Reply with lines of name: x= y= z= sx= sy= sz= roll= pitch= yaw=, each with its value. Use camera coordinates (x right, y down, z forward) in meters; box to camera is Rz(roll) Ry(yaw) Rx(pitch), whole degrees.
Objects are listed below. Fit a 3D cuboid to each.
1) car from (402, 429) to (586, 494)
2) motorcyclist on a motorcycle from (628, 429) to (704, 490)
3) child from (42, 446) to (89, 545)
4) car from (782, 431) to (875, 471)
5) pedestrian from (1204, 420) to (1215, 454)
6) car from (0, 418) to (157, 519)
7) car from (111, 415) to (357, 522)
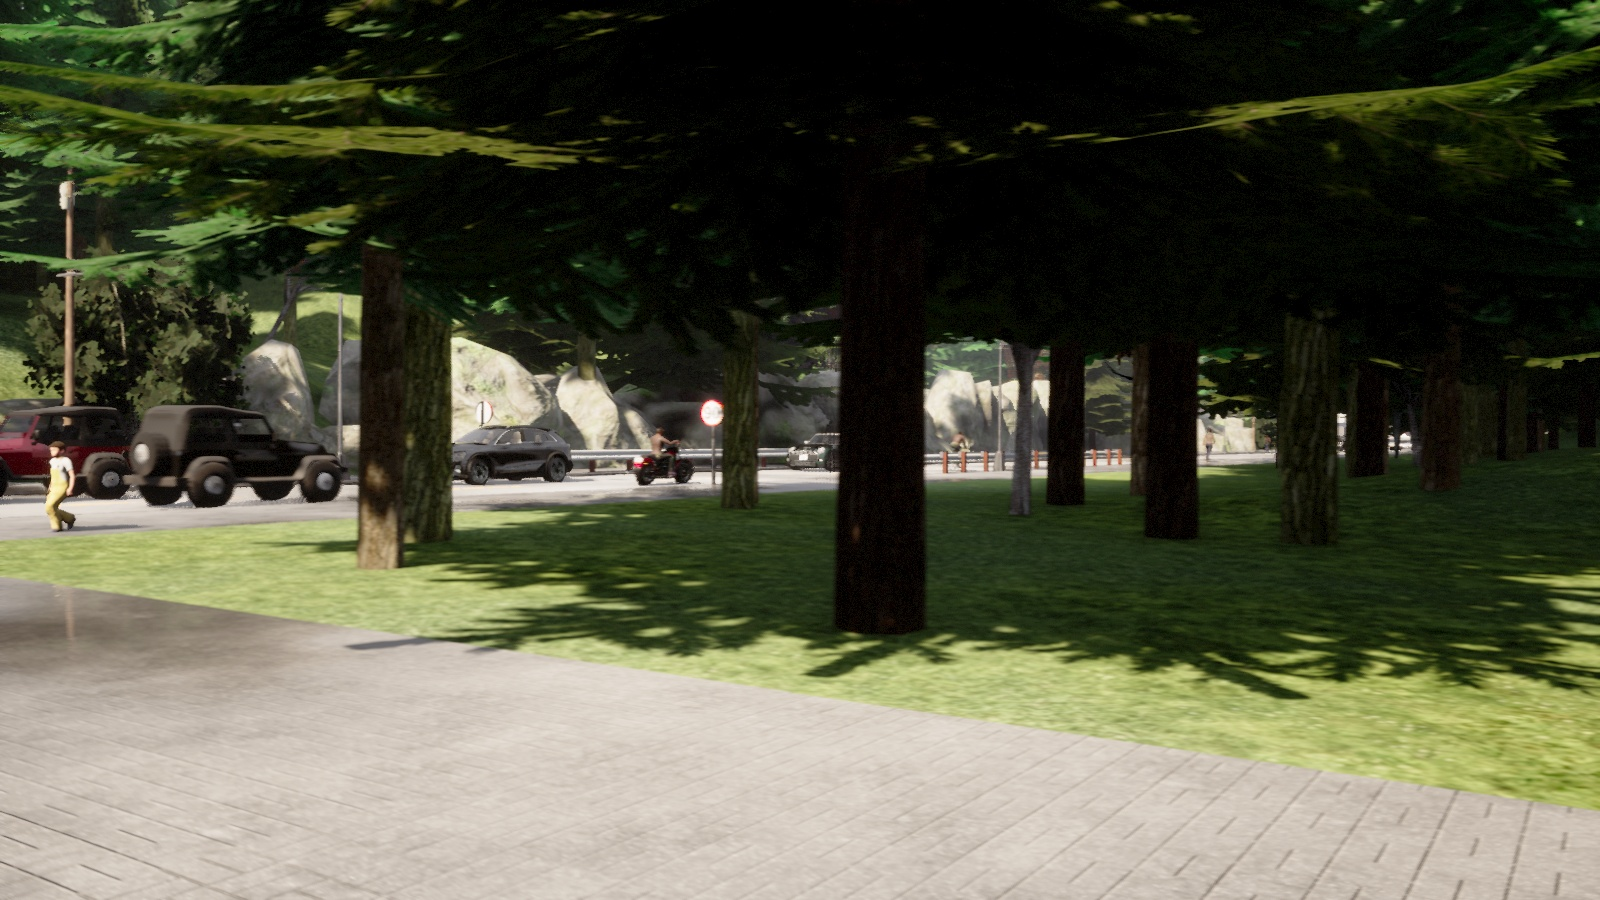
car: x=-8.399 y=0.261 z=34.909 sx=2.033 sy=1.649 sz=4.856 roll=0 pitch=1 yaw=33
motorcyclist on a motorcycle: x=-3.693 y=0.240 z=34.791 sx=0.766 sy=1.649 sz=2.350 roll=0 pitch=1 yaw=33
child: x=-9.555 y=0.585 z=16.347 sx=0.270 sy=1.263 sz=0.437 roll=0 pitch=1 yaw=30
car: x=1.162 y=0.011 z=49.484 sx=1.970 sy=1.475 sz=3.806 roll=0 pitch=1 yaw=33
pedestrian: x=21.995 y=-0.679 z=67.482 sx=0.328 sy=1.805 sz=0.869 roll=0 pitch=1 yaw=33
car: x=-15.088 y=0.327 z=24.711 sx=1.905 sy=1.878 sz=3.866 roll=0 pitch=1 yaw=33
car: x=-10.737 y=0.296 z=24.067 sx=1.905 sy=1.878 sz=3.866 roll=0 pitch=1 yaw=33
